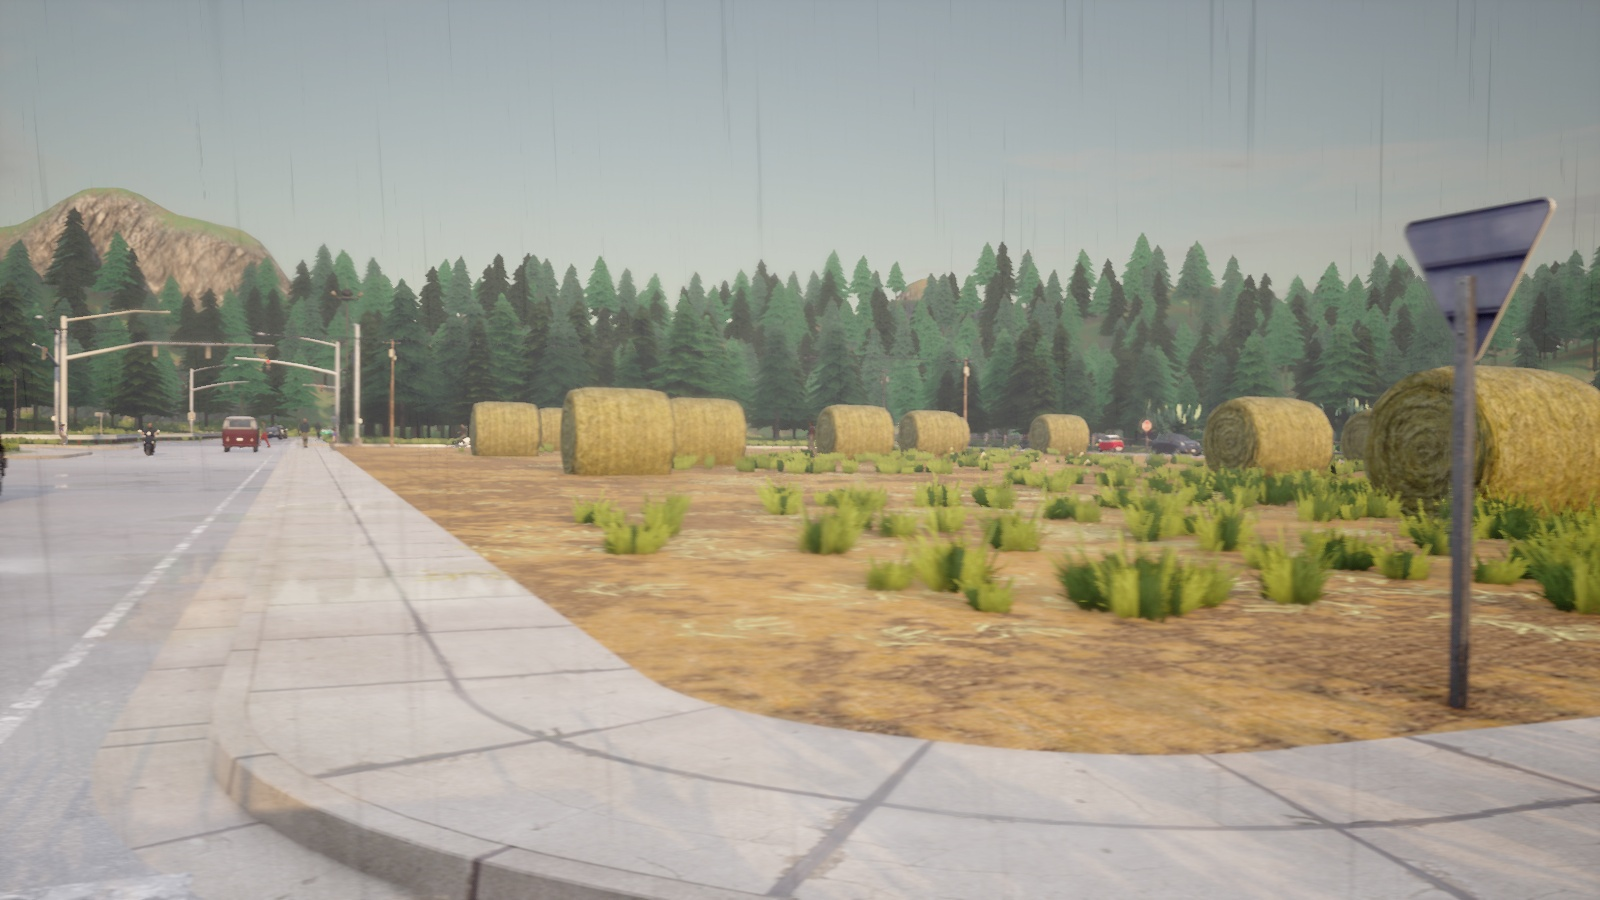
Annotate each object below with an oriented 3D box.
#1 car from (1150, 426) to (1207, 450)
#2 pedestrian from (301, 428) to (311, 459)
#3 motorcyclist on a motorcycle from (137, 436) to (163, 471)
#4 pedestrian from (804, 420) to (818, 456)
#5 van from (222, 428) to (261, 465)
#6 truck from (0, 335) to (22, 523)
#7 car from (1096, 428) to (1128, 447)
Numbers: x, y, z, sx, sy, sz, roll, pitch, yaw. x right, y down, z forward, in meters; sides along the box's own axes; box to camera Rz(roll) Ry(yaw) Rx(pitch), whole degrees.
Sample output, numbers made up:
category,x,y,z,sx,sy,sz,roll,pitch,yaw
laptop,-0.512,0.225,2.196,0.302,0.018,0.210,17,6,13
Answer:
category,x,y,z,sx,sy,sz,roll,pitch,yaw
car,24.776,-0.795,82.367,1.845,1.501,3.633,-1,1,-18
pedestrian,-29.414,-0.385,74.732,0.402,1.842,0.726,-1,1,-30
motorcyclist on a motorcycle,-30.457,0.165,58.889,0.866,1.590,1.817,-1,1,-22
pedestrian,0.620,-0.662,69.269,0.666,1.930,0.402,-1,1,-12
van,-31.043,-0.203,69.840,1.775,1.987,4.442,-1,1,-22
truck,-15.218,-0.351,20.474,2.891,3.462,7.936,-1,1,-22
car,23.936,-0.963,96.404,1.481,1.376,2.207,-1,1,-18
